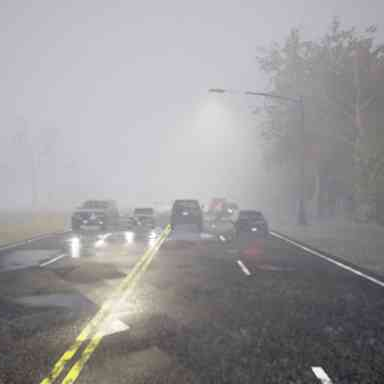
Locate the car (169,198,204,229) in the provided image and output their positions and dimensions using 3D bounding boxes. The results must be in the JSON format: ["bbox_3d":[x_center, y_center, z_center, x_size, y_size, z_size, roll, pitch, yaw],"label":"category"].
[{"bbox_3d":[-0.314,1.527,24.085,2.150,2.045,5.566,0,-1,2],"label":"car"}]

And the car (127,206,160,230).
[{"bbox_3d":[-3.356,1.803,23.619,1.837,1.490,4.892,0,-1,0],"label":"car"}]

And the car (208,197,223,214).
[{"bbox_3d":[3.253,1.715,41.768,2.150,2.045,5.566,1,-2,0],"label":"car"}]

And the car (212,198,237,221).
[{"bbox_3d":[3.249,1.712,30.706,2.097,1.767,4.553,0,-2,0],"label":"car"}]

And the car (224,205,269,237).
[{"bbox_3d":[3.230,1.736,19.725,1.837,1.490,4.892,-1,-1,0],"label":"car"}]

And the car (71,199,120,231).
[{"bbox_3d":[-6.605,1.517,23.369,2.150,2.045,5.566,0,-1,0],"label":"car"}]

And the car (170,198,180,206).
[{"bbox_3d":[-3.268,1.934,64.319,1.837,1.490,4.892,0,-1,0],"label":"car"}]

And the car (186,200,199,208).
[{"bbox_3d":[0.088,2.198,63.171,2.033,1.411,5.357,2,-1,5],"label":"car"}]
